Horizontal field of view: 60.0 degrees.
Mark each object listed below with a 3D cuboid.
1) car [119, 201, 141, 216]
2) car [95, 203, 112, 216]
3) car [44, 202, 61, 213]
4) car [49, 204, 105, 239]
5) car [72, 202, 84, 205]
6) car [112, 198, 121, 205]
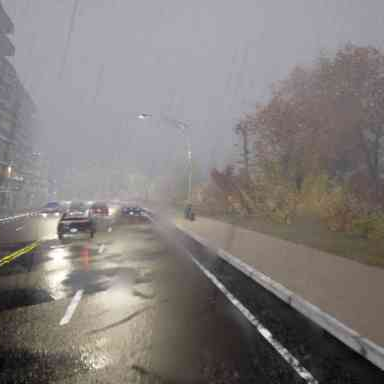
[{"bbox_3d":[-6.521,1.816,35.333,1.895,1.301,4.718,-2,0,-13],"label":"car"},{"bbox_3d":[-10.184,1.897,36.753,1.994,1.385,4.181,-2,0,-13],"label":"car"},{"bbox_3d":[-19.311,2.148,46.326,1.812,1.442,4.674,-2,0,-14],"label":"car"},{"bbox_3d":[-6.359,1.700,18.948,2.128,1.511,4.902,-2,0,-11],"label":"car"},{"bbox_3d":[-16.167,2.069,47.197,2.033,1.411,5.357,-2,0,-13],"label":"car"},{"bbox_3d":[-17.141,2.059,75.290,1.812,1.442,4.674,-2,0,-18],"label":"car"}]
